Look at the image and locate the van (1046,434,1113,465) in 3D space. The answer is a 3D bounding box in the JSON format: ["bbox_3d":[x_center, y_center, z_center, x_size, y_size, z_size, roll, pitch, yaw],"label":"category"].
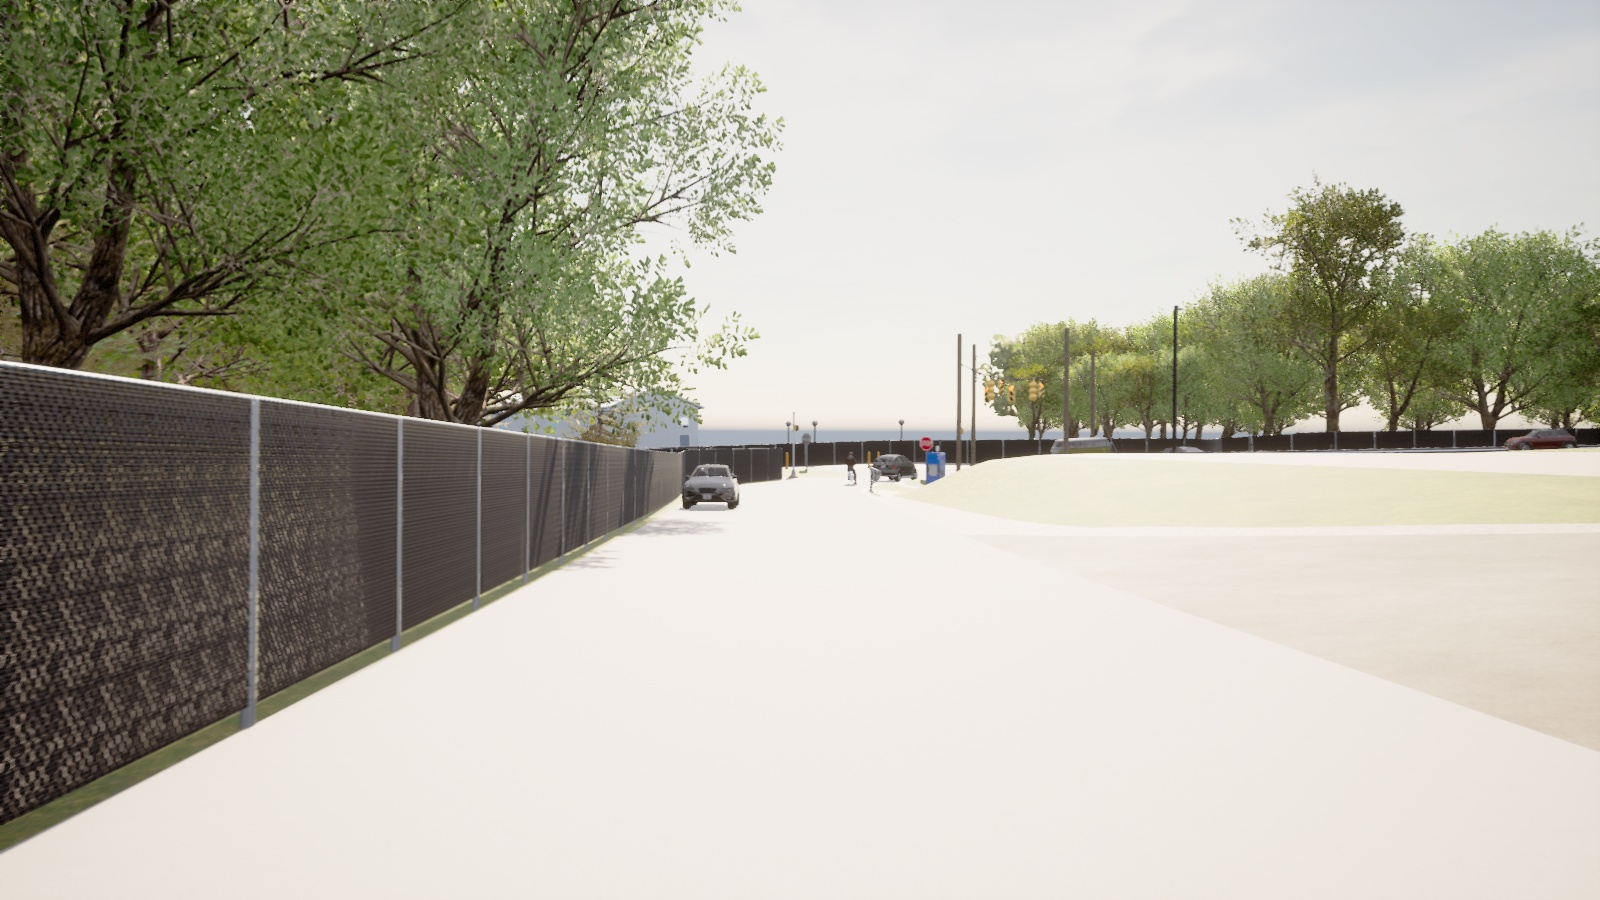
[{"bbox_3d":[20.425,-0.031,91.802,4.442,1.987,1.775,-3,2,-18],"label":"van"}]

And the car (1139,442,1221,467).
[{"bbox_3d":[24.487,0.313,81.235,2.033,1.411,5.357,-1,-2,-24],"label":"car"}]

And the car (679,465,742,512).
[{"bbox_3d":[-3.025,1.271,43.148,1.816,1.474,4.193,0,0,0],"label":"car"}]

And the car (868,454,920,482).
[{"bbox_3d":[5.606,1.033,74.438,1.789,1.549,3.705,0,1,27],"label":"car"}]
